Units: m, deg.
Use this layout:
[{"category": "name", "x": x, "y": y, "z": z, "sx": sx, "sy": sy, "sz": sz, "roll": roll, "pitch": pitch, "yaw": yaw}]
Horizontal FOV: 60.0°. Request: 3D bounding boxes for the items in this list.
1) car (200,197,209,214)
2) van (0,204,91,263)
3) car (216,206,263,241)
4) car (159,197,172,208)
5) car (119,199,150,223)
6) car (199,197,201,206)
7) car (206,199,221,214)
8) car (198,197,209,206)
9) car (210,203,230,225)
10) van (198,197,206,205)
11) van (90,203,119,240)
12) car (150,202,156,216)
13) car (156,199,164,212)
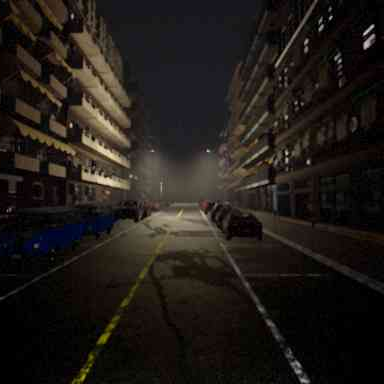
[{"category": "car", "x": 2.491, "y": 1.701, "z": 39.811, "sx": 2.192, "sy": 1.841, "sz": 5.009, "roll": 1, "pitch": -1, "yaw": 0}, {"category": "van", "x": -5.310, "y": 1.452, "z": 12.206, "sx": 1.690, "sy": 1.788, "sz": 3.998, "roll": 1, "pitch": -1, "yaw": 0}, {"category": "car", "x": 2.556, "y": 1.706, "z": 17.687, "sx": 1.887, "sy": 1.381, "sz": 4.507, "roll": 1, "pitch": -1, "yaw": 0}, {"category": "car", "x": -5.392, "y": 1.955, "z": 61.978, "sx": 2.192, "sy": 1.841, "sz": 5.009, "roll": 1, "pitch": -1, "yaw": 0}, {"category": "car", "x": -5.337, "y": 1.589, "z": 28.798, "sx": 2.192, "sy": 1.841, "sz": 5.009, "roll": 1, "pitch": -1, "yaw": 0}, {"category": "car", "x": 2.470, "y": 1.948, "z": 50.873, "sx": 1.967, "sy": 1.590, "sz": 4.097, "roll": 1, "pitch": -1, "yaw": 0}, {"category": "car", "x": 2.548, "y": 1.712, "z": 28.749, "sx": 1.967, "sy": 1.590, "sz": 4.097, "roll": 1, "pitch": -1, "yaw": 0}, {"category": "car", "x": 2.436, "y": 2.090, "z": 72.998, "sx": 2.192, "sy": 1.841, "sz": 5.009, "roll": 1, "pitch": -1, "yaw": 0}, {"category": "car", "x": 2.547, "y": 1.760, "z": 23.217, "sx": 1.887, "sy": 1.381, "sz": 4.507, "roll": 1, "pitch": -1, "yaw": 0}, {"category": "van", "x": 2.426, "y": 2.188, "z": 78.529, "sx": 1.690, "sy": 1.788, "sz": 3.998, "roll": 1, "pitch": -1, "yaw": 0}, {"category": "van", "x": -5.320, "y": 1.505, "z": 17.738, "sx": 1.690, "sy": 1.788, "sz": 3.998, "roll": 1, "pitch": -1, "yaw": 0}, {"category": "car", "x": -5.346, "y": 1.646, "z": 34.328, "sx": 2.192, "sy": 1.841, "sz": 5.009, "roll": 1, "pitch": -1, "yaw": 0}, {"category": "car", "x": -5.370, "y": 2.014, "z": 45.387, "sx": 1.947, "sy": 1.339, "sz": 4.313, "roll": 1, "pitch": -1, "yaw": 0}]
